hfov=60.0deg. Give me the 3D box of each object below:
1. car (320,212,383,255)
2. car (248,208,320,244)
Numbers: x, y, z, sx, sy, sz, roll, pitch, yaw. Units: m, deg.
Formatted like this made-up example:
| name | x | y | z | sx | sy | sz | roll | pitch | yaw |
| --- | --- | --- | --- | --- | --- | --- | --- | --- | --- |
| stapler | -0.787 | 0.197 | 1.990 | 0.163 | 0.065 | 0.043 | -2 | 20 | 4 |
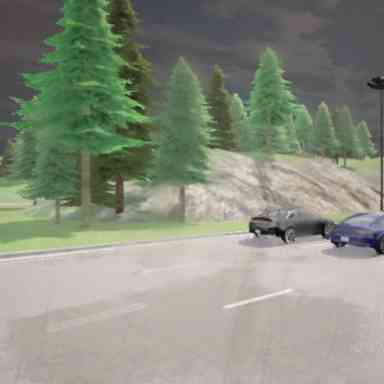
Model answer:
| name | x | y | z | sx | sy | sz | roll | pitch | yaw |
| --- | --- | --- | --- | --- | --- | --- | --- | --- | --- |
| car | 7.453 | 1.541 | 13.423 | 4.674 | 1.442 | 1.812 | 0 | 0 | -35 |
| car | 4.860 | 1.507 | 15.881 | 4.902 | 1.511 | 2.128 | 0 | 0 | -35 |
